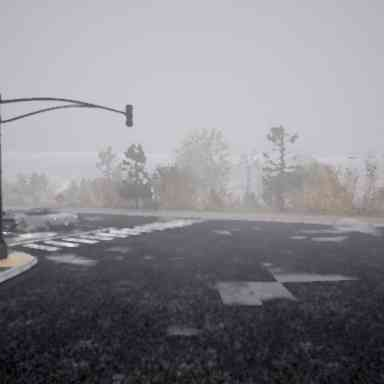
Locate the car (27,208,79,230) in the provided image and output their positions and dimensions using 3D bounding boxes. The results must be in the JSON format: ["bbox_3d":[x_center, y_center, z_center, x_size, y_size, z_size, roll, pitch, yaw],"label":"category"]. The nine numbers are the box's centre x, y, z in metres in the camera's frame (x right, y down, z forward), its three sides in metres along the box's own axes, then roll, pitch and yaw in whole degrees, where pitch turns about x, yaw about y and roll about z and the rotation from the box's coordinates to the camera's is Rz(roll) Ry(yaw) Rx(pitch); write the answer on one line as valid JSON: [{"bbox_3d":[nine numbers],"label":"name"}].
[{"bbox_3d":[-9.669,1.715,22.113,4.718,1.301,1.895,0,2,35],"label":"car"}]

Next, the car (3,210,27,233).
[{"bbox_3d":[-12.340,1.728,20.017,4.892,1.490,1.837,0,2,34],"label":"car"}]

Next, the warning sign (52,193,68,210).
[{"bbox_3d":[-14.845,1.006,37.324,1.060,1.860,1.300,2,1,35],"label":"warning sign"}]
